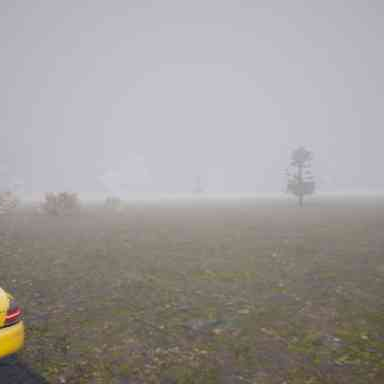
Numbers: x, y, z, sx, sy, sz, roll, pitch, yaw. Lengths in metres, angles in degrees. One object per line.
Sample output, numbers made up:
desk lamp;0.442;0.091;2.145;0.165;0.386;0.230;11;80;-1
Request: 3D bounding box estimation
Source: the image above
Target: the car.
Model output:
car;-4.451;1.490;5.178;5.366;1.575;1.801;-1;1;42
